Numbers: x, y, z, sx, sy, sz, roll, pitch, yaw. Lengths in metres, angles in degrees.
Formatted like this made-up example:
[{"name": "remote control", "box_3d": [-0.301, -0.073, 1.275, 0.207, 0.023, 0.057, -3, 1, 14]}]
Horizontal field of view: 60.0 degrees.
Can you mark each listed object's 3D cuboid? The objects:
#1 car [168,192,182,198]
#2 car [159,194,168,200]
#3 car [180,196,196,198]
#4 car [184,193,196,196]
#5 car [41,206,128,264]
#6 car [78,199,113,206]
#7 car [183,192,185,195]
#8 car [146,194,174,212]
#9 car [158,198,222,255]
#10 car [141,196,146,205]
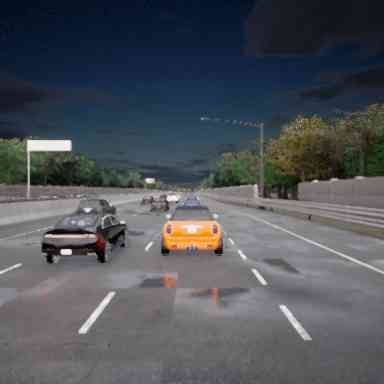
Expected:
[{"name": "car", "box_3d": [-3.483, 1.009, 61.861, 2.150, 2.045, 5.566, 0, 0, 0]}, {"name": "car", "box_3d": [-6.975, 1.225, 82.282, 1.837, 1.490, 4.892, 0, 0, 0]}, {"name": "car", "box_3d": [0.011, 1.423, 34.576, 2.033, 1.411, 5.357, 0, 0, 0]}, {"name": "car", "box_3d": [0.018, 1.351, 56.664, 2.033, 1.411, 5.357, 0, 0, 0]}, {"name": "car", "box_3d": [-3.498, 1.448, 11.681, 2.128, 1.511, 4.902, 0, 0, 0]}, {"name": "car", "box_3d": [-6.993, 1.262, 24.382, 2.097, 1.767, 4.553, 0, 0, 0]}, {"name": "car", "box_3d": [-3.474, 1.246, 83.099, 1.812, 1.442, 4.674, 0, 0, 0]}, {"name": "car", "box_3d": [-3.489, 1.358, 37.168, 2.128, 1.511, 4.902, 0, 0, 0]}, {"name": "car", "box_3d": [0.003, 1.302, 13.287, 2.097, 1.767, 4.553, 0, 0, 0]}, {"name": "car", "box_3d": [-6.983, 1.340, 53.321, 1.812, 1.442, 4.674, 0, 0, 0]}]
